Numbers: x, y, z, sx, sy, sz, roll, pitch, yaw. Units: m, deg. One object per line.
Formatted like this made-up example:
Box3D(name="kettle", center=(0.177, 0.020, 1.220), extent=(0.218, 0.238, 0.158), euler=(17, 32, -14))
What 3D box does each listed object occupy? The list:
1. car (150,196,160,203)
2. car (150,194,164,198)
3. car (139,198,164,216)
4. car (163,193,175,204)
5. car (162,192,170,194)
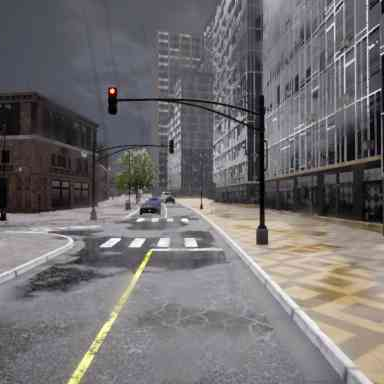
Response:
Box3D(name="car", center=(-7.631, 1.552, 68.215), extent=(1.994, 1.385, 4.181), euler=(0, 0, -8))
Box3D(name="car", center=(-5.280, 1.471, 47.526), extent=(1.882, 1.535, 5.008), euler=(0, 0, -6))
Box3D(name="car", center=(-4.057, 1.562, 32.801), extent=(1.994, 1.385, 4.181), euler=(0, 0, -4))
Box3D(name="car", center=(-4.321, 1.498, 64.314), extent=(1.837, 1.490, 4.892), euler=(0, 0, -8))
Box3D(name="car", center=(-5.794, 1.045, 74.652), extent=(2.150, 2.045, 5.566), euler=(0, 0, -9))
